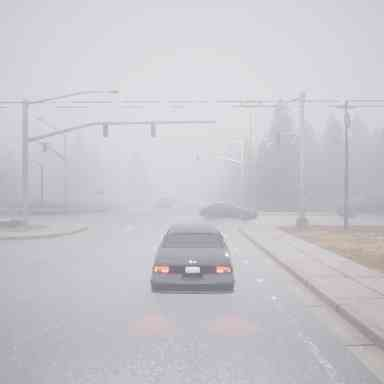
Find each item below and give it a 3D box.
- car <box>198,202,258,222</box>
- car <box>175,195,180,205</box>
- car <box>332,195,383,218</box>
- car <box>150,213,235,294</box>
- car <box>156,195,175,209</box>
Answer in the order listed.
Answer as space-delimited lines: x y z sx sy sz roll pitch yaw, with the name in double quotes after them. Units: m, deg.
2.822 1.539 26.370 4.674 1.442 1.812 0 1 18 "car"
-3.670 1.492 58.741 2.128 1.511 4.902 0 0 1 "car"
15.536 1.248 29.592 5.566 2.045 2.150 0 0 1 "car"
0.031 1.545 8.940 2.033 1.411 5.357 0 0 0 "car"
-3.693 1.502 45.060 1.837 1.490 4.892 0 1 0 "car"
